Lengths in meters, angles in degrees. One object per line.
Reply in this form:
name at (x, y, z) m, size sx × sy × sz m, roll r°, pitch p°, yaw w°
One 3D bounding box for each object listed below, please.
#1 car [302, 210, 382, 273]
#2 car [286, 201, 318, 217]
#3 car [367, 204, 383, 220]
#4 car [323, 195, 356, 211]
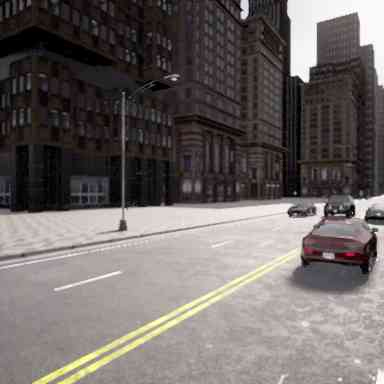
car at (4.934, 1.554, 10.894) m, size 1.812 × 1.442 × 4.674 m, roll 0°, pitch 0°, yaw 33°
car at (10.858, 1.634, 32.422) m, size 2.033 × 1.411 × 5.357 m, roll 0°, pitch 0°, yaw 33°
car at (15.137, 1.661, 26.702) m, size 1.994 × 1.385 × 4.181 m, roll 0°, pitch 0°, yaw 33°
car at (13.933, 1.323, 31.187) m, size 2.150 × 2.045 × 5.566 m, roll 0°, pitch 0°, yaw 33°
